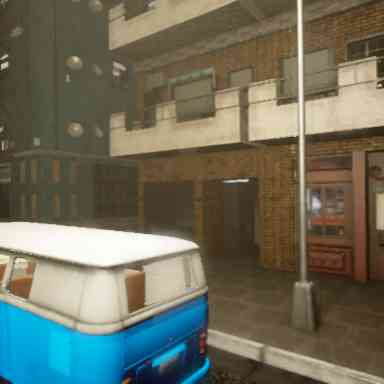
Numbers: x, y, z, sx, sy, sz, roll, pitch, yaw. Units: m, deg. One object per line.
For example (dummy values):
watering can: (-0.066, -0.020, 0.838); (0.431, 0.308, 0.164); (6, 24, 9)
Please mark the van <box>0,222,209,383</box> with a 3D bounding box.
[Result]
van: (-1.715, 1.338, 4.114); (3.998, 1.788, 1.690); (0, -1, 36)
